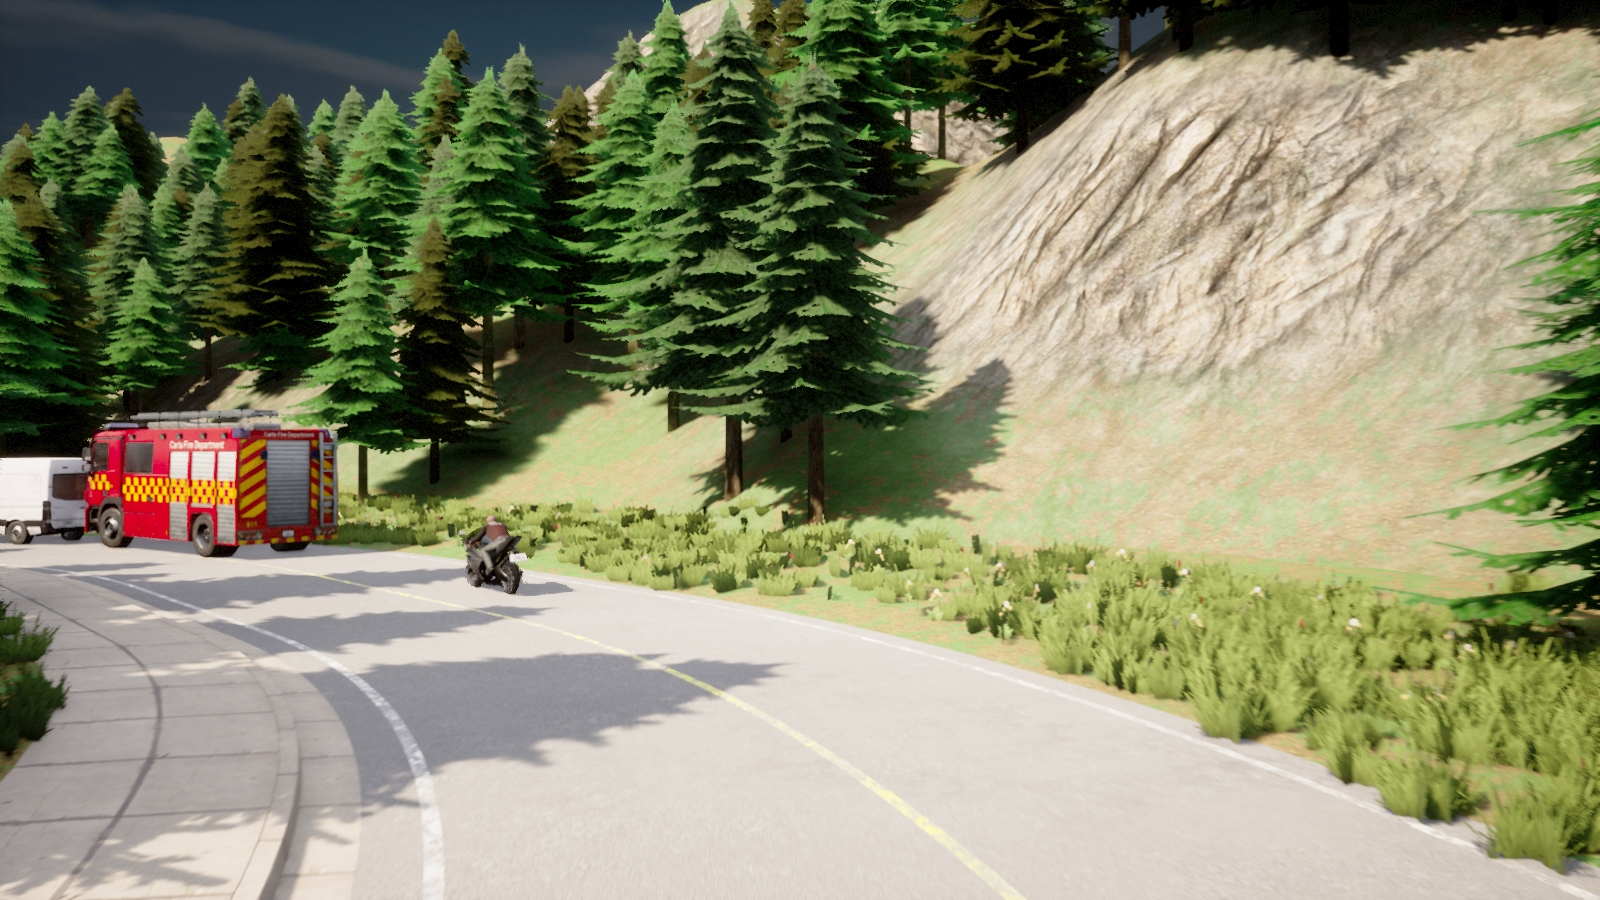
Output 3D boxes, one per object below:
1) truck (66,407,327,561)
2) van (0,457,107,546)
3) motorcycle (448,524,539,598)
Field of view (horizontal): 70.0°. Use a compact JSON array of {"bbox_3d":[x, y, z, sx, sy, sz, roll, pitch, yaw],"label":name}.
[{"bbox_3d":[-17.040,0.850,31.991,8.468,3.827,2.891,0,0,35],"label":"truck"},{"bbox_3d":[-24.381,1.494,34.944,5.915,2.561,1.988,0,0,17],"label":"van"},{"bbox_3d":[-6.095,2.168,22.648,0.867,1.251,2.209,0,0,-41],"label":"motorcycle"}]
